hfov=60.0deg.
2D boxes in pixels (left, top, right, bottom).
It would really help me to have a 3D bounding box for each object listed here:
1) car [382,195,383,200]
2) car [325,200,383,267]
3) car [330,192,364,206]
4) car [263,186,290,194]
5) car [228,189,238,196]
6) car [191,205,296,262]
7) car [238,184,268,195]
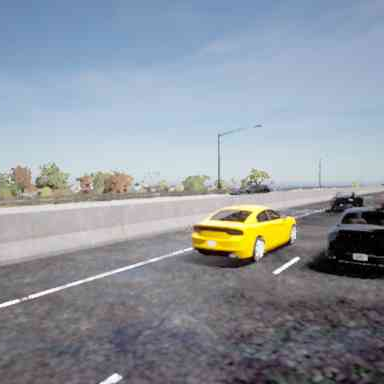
[{"bbox_3d":[15.134,0.596,24.262,2.097,1.767,4.553,1,2,35],"label":"car"},{"bbox_3d":[5.282,1.202,9.767,1.837,1.490,4.892,1,2,34],"label":"car"},{"bbox_3d":[12.354,0.705,26.397,2.128,1.511,4.902,1,2,35],"label":"car"},{"bbox_3d":[11.920,0.310,44.528,2.033,1.411,5.357,1,2,35],"label":"car"},{"bbox_3d":[7.093,0.235,49.805,1.994,1.385,4.181,1,2,35],"label":"car"},{"bbox_3d":[1.932,1.169,11.054,1.882,1.535,5.008,1,2,35],"label":"car"},{"bbox_3d":[8.989,-0.040,46.431,2.150,2.045,5.566,1,2,35],"label":"car"}]
